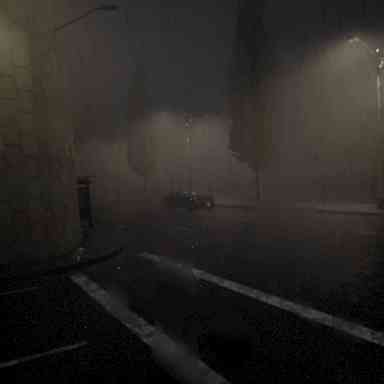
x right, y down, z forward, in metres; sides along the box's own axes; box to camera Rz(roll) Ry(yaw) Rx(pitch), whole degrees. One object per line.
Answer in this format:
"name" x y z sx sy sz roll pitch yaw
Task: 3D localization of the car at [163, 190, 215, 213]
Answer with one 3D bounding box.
"car" -0.314 0.596 24.521 2.128 1.511 4.902 -6 3 -36
